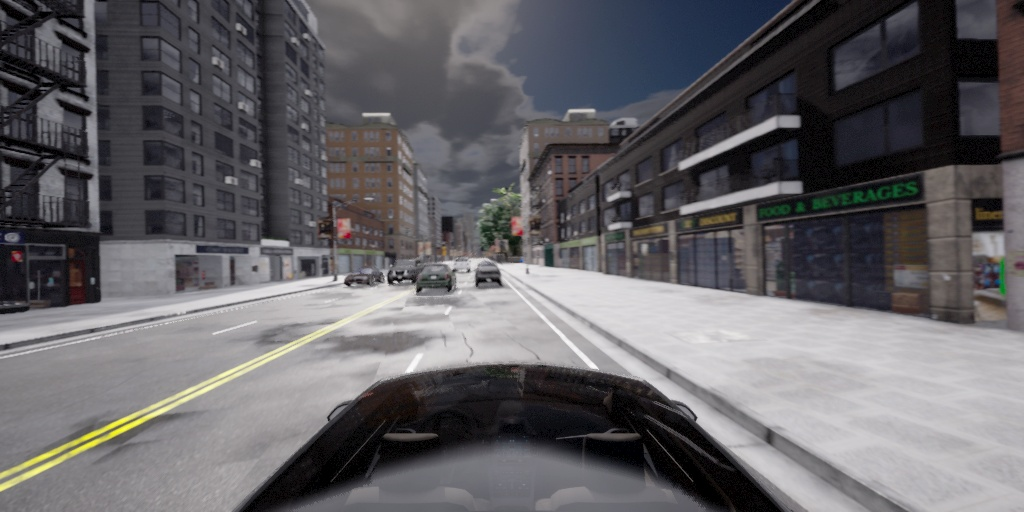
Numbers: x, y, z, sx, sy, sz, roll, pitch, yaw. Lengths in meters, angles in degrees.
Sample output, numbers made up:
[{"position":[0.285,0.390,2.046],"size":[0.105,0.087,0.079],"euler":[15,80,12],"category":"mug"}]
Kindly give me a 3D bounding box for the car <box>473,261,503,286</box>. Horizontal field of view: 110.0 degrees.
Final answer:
[{"position":[-1.746,1.350,26.296],"size":[1.837,1.490,4.892],"euler":[-2,0,-5],"category":"car"}]

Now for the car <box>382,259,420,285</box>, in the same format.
[{"position":[-8.767,1.273,30.001],"size":[2.150,2.045,5.566],"euler":[-2,0,-5],"category":"car"}]

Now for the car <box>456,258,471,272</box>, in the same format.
[{"position":[-7.055,1.261,51.275],"size":[2.150,2.045,5.566],"euler":[-2,0,-5],"category":"car"}]

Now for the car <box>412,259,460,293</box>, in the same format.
[{"position":[-4.726,1.275,22.886],"size":[2.097,1.767,4.553],"euler":[-2,0,-5],"category":"car"}]

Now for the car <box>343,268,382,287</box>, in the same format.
[{"position":[-11.974,1.691,29.458],"size":[2.033,1.411,5.357],"euler":[-2,0,-5],"category":"car"}]
